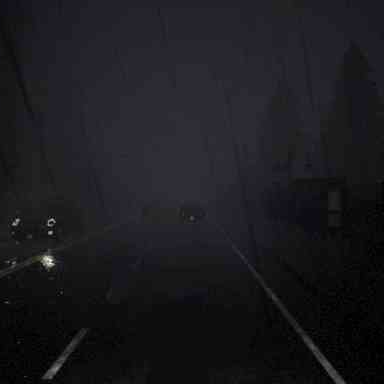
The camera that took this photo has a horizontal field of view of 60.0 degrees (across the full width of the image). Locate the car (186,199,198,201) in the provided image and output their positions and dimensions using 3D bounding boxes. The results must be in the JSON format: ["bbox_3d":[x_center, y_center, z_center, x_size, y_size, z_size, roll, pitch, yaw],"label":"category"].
[{"bbox_3d":[-0.002,1.505,35.509,2.128,1.511,4.902,0,0,0],"label":"car"}]

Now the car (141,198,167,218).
[{"bbox_3d":[-3.403,1.489,30.179,1.882,1.535,5.008,0,0,0],"label":"car"}]

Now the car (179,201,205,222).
[{"bbox_3d":[-0.002,1.611,26.472,1.895,1.301,4.718,0,0,0],"label":"car"}]

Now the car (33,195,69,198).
[{"bbox_3d":[-10.527,1.231,24.204,2.150,2.045,5.566,0,0,0],"label":"car"}]

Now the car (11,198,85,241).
[{"bbox_3d":[-7.063,1.359,16.738,2.097,1.767,4.553,0,0,0],"label":"car"}]

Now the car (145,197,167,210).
[{"bbox_3d":[-4.885,1.487,44.415,2.128,1.511,4.902,0,0,-17],"label":"car"}]
